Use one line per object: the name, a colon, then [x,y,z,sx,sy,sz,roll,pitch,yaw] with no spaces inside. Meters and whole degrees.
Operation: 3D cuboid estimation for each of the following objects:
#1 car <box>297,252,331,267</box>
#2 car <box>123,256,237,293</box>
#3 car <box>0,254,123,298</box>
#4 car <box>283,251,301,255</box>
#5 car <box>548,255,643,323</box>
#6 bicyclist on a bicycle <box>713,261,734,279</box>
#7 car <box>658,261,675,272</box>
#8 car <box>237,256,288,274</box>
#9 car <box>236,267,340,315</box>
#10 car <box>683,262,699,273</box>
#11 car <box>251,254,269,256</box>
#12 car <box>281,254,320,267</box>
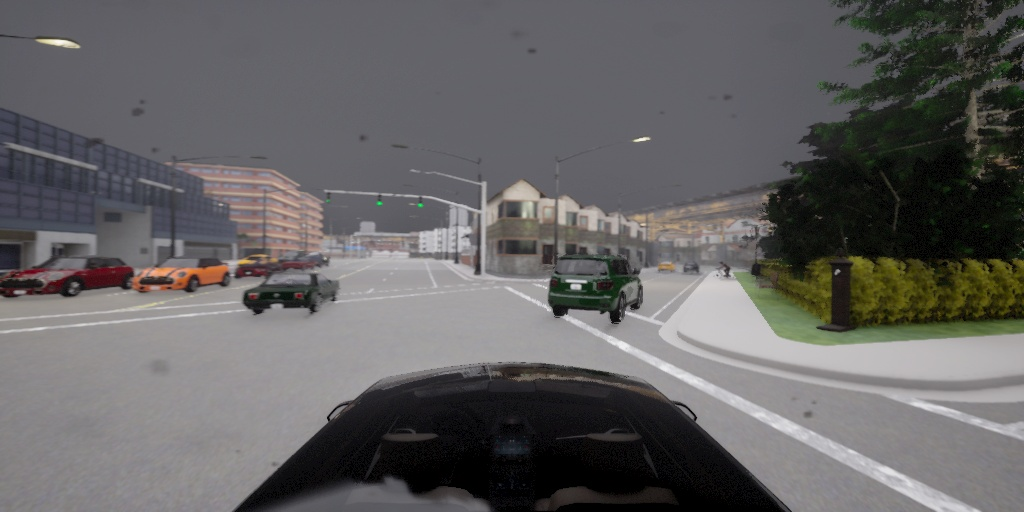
car: [-22.182,0.557,40.840,2.033,1.411,5.357,1,2,-14]
car: [-16.381,0.820,18.088,2.097,1.767,4.553,1,0,-14]
car: [-19.447,0.786,15.946,2.097,1.767,4.553,1,0,-14]
car: [-26.303,0.217,42.920,2.097,1.767,4.553,1,2,-14]
car: [3.129,0.997,12.686,2.150,2.045,5.566,1,0,29]
bicyclist on a bicycle: [19.141,1.298,32.417,1.656,1.620,0.582,1,0,30]
car: [23.226,1.523,53.779,1.882,1.535,5.008,1,0,31]
car: [-18.535,0.943,26.425,1.994,1.385,4.181,1,1,-15]
car: [-7.634,1.225,12.973,1.895,1.301,4.718,1,0,-14]
car: [25.433,1.568,50.844,2.128,1.511,4.902,1,0,30]
car: [-24.058,0.620,34.048,1.882,1.535,5.008,1,1,-14]
car: [-20.676,0.790,34.904,1.895,1.301,4.718,1,1,-14]
